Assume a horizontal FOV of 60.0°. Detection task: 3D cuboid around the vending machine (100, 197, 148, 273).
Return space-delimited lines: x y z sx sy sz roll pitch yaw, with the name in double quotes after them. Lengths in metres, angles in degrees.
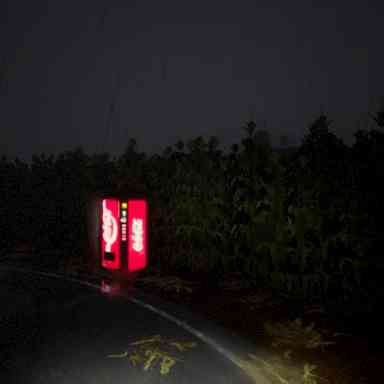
-2.018 1.196 9.923 0.880 2.100 1.100 0 0 35 "vending machine"
